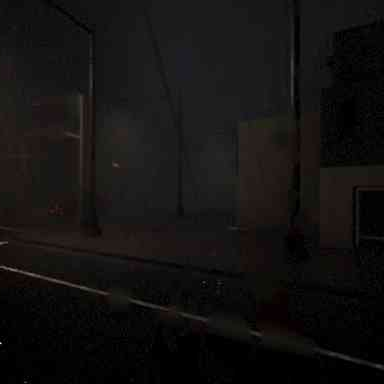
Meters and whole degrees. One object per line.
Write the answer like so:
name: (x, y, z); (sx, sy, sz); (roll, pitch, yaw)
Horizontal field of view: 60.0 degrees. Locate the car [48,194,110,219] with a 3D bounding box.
car: (-10.061, 1.252, 30.020); (2.150, 2.045, 5.566); (0, 0, 36)
